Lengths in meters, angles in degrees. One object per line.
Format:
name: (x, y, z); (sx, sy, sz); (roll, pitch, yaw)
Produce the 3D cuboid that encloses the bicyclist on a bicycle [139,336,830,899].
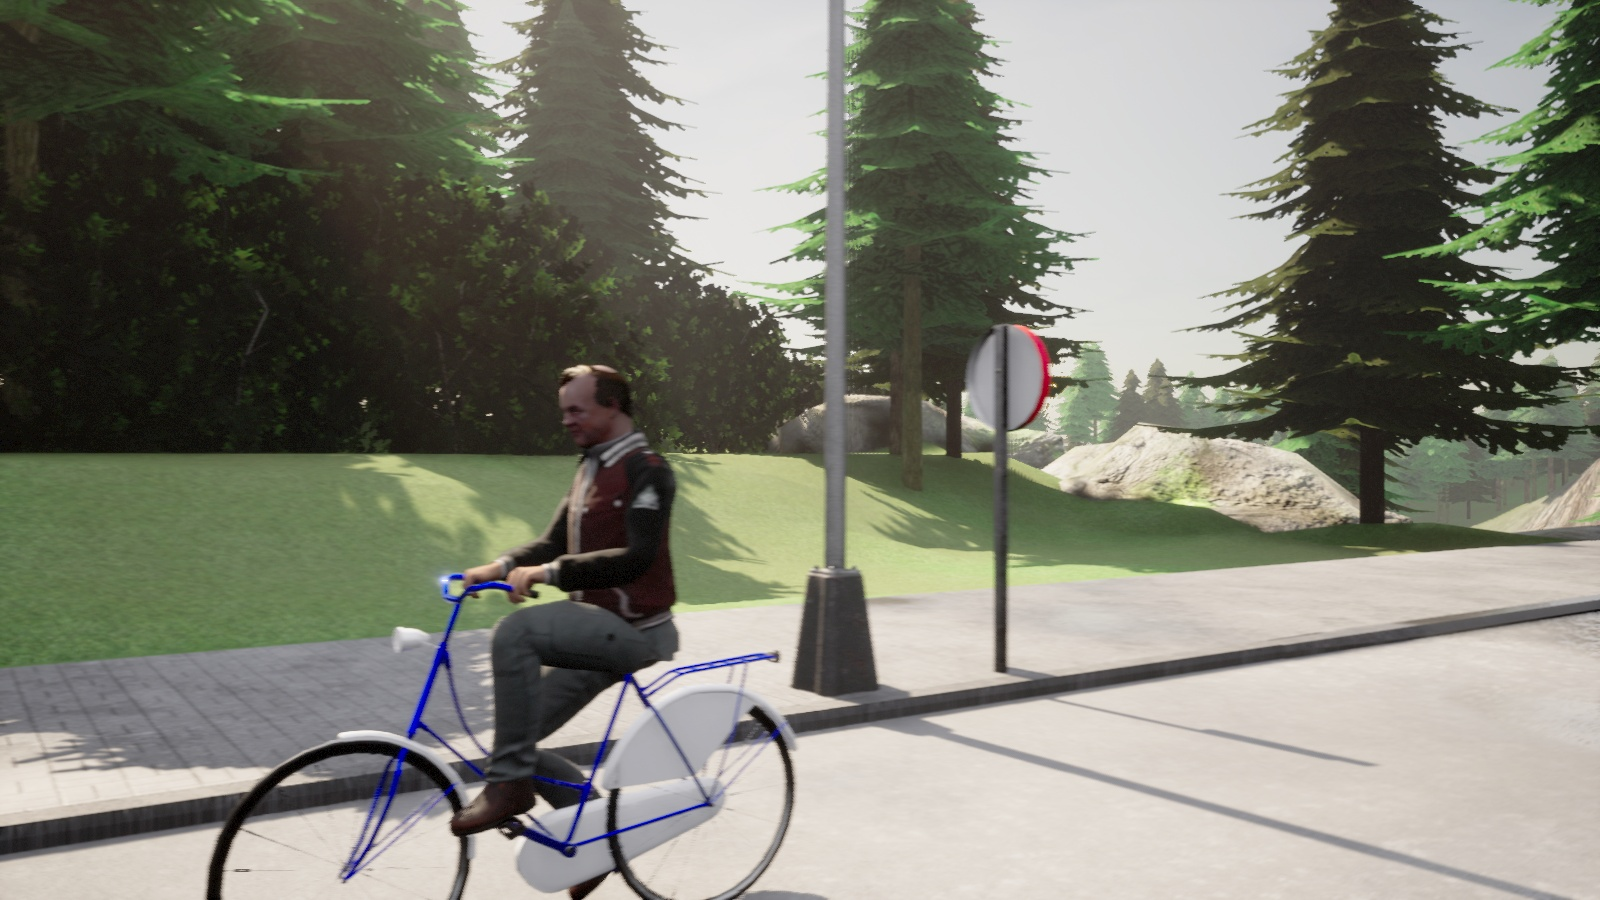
bicyclist on a bicycle: (-0.853, 0.626, 3.674); (1.843, 1.776, 0.659); (0, 0, -35)
